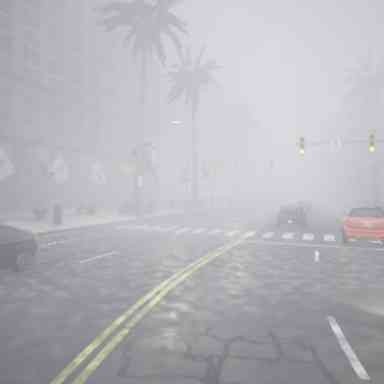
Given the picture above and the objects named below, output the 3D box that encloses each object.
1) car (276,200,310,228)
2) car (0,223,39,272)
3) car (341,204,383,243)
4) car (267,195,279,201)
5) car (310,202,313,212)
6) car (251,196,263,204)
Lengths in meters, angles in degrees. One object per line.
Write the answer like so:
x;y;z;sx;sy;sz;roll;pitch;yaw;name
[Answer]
6.922;1.585;22.911;1.837;1.490;4.892;1;0;20;car
-5.794;1.475;8.139;1.812;1.442;4.674;0;0;13;car
8.470;1.442;16.224;2.097;1.767;4.553;1;0;25;car
21.537;1.615;90.173;2.185;1.767;4.553;1;0;20;car
13.840;1.721;41.203;1.994;1.385;4.181;1;0;21;car
13.672;1.686;69.700;2.161;1.482;4.786;1;0;20;car
